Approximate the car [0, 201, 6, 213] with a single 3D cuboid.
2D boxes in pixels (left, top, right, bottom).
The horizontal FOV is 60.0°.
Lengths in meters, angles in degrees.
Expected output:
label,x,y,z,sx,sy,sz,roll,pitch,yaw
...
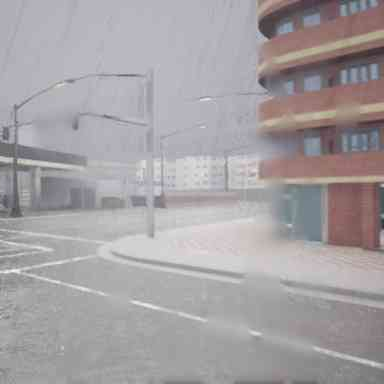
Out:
label,x,y,z,sx,sy,sz,roll,pitch,yaw
car,-24.186,1.777,40.090,3.806,1.475,1.970,-1,0,36
